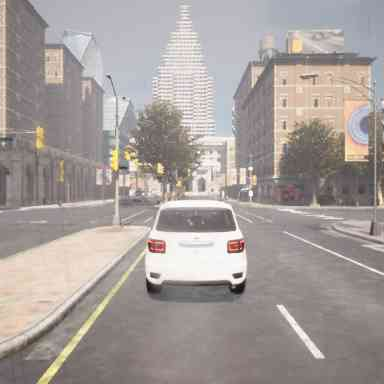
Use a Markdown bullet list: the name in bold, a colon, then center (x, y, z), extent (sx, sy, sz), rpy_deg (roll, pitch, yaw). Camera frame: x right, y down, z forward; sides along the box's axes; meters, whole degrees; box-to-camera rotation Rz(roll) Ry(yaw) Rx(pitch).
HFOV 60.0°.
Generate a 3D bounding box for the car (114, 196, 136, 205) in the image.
- **car**: center (-11.726, 1.509, 58.483), extent (1.837, 1.490, 4.892), rpy_deg (0, 0, 0)

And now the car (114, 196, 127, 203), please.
- **car**: center (-14.954, 1.600, 69.860), extent (1.895, 1.301, 4.718), rpy_deg (0, 0, 0)

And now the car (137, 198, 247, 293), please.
- **car**: center (0.077, 1.222, 9.019), extent (2.150, 2.045, 5.566), rpy_deg (0, 0, 0)

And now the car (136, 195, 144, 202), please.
- **car**: center (-11.701, 1.606, 68.537), extent (1.895, 1.301, 4.718), rpy_deg (0, 0, 0)

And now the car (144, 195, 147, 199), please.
- **car**: center (-11.731, 1.506, 78.718), extent (1.837, 1.490, 4.892), rpy_deg (0, 0, 0)
